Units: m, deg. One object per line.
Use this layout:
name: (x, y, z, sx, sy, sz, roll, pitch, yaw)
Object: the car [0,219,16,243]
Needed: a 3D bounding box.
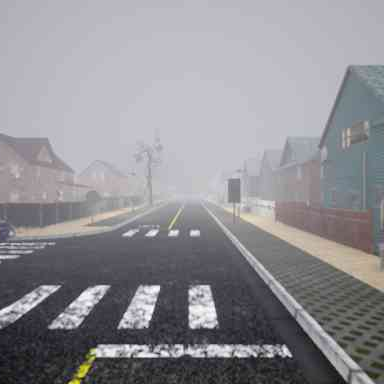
car: (-9.742, 1.547, 13.537, 4.674, 1.442, 1.812, 0, 0, -5)
